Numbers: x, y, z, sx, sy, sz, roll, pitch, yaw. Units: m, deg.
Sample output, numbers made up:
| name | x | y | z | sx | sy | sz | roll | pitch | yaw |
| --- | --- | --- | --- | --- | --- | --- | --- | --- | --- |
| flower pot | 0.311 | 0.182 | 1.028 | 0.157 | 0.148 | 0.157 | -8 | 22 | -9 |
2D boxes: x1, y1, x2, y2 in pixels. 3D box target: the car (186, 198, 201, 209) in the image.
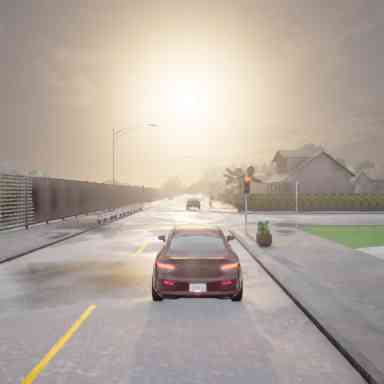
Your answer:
| name | x | y | z | sx | sy | sz | roll | pitch | yaw |
| --- | --- | --- | --- | --- | --- | --- | --- | --- | --- |
| car | 0.186 | 1.505 | 44.132 | 1.837 | 1.490 | 4.892 | 0 | 0 | 0 |

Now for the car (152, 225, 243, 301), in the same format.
| name | x | y | z | sx | sy | sz | roll | pitch | yaw |
| --- | --- | --- | --- | --- | --- | --- | --- | --- | --- |
| car | 0.109 | 1.526 | 8.177 | 1.812 | 1.442 | 4.674 | 0 | 0 | 0 |
